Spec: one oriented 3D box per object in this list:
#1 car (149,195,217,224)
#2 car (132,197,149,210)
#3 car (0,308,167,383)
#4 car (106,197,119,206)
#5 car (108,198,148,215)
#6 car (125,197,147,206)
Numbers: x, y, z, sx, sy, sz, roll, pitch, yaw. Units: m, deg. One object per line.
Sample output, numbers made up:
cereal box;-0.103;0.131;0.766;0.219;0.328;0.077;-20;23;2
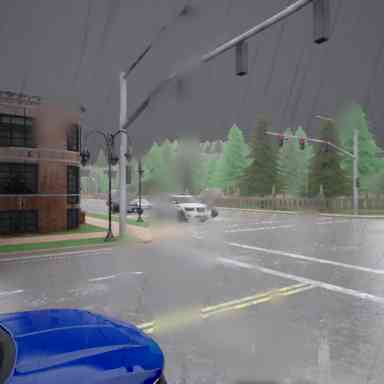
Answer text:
car;-0.852;1.223;25.252;2.150;2.045;5.566;0;0;-34
car;-5.922;1.525;38.616;1.812;1.442;4.674;0;0;-35
car;-2.481;1.478;1.971;5.008;1.535;1.882;0;0;-36
car;-12.617;1.564;54.574;1.994;1.385;4.181;0;0;-35
car;-6.489;1.564;33.296;1.994;1.385;4.181;0;0;-34
car;-9.528;1.526;56.264;1.812;1.442;4.674;0;0;-35
